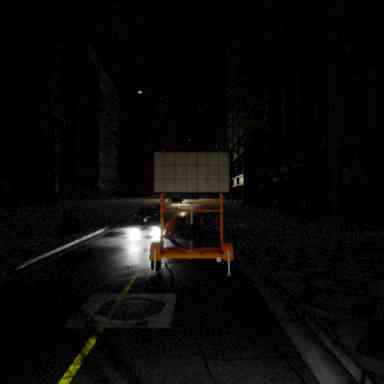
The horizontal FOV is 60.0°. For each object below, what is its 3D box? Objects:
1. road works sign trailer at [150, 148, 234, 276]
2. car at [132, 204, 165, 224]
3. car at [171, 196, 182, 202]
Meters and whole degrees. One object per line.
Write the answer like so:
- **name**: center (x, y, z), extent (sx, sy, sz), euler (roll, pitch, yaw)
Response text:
- **road works sign trailer**: center (-0.009, 0.456, 10.306), extent (2.380, 3.560, 2.880), euler (0, 0, 0)
- **car**: center (-3.125, 1.576, 24.499), extent (1.895, 1.301, 4.718), euler (0, 0, 0)
- **car**: center (-3.098, 1.512, 65.686), extent (1.994, 1.385, 4.181), euler (0, 0, 0)
